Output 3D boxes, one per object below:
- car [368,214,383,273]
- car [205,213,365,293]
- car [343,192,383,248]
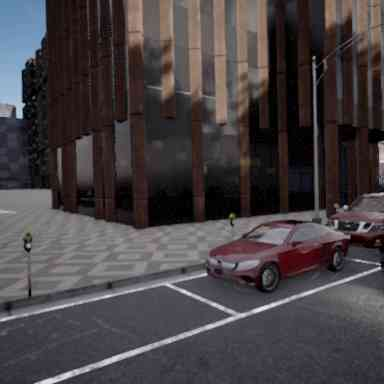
[{"bbox_3d":[6.394,1.233,7.995,4.674,1.442,1.812,-3,1,-36],"label":"car"},{"bbox_3d":[2.263,1.387,8.300,4.206,1.307,1.802,-2,1,-36],"label":"car"},{"bbox_3d":[6.681,0.955,11.484,5.009,1.841,2.192,-2,1,-36],"label":"car"}]
